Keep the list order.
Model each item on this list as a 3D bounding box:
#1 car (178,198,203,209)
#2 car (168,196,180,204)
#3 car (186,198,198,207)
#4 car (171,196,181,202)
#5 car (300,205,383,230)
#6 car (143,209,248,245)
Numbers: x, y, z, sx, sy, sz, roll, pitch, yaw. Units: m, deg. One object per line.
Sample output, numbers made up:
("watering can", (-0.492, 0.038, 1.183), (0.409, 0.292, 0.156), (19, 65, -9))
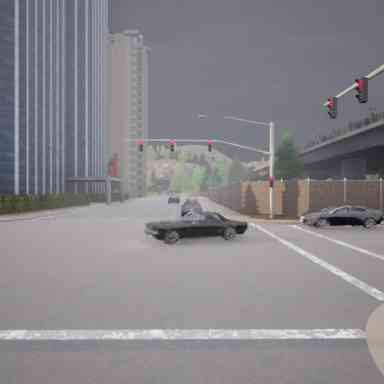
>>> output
("car", (-0.004, 1.563, 31.672), (1.994, 1.385, 4.181), (0, 0, 0))
("car", (-3.513, 1.478, 64.283), (1.882, 1.535, 5.008), (0, 0, 0))
("car", (0.005, 1.601, 52.423), (1.895, 1.301, 4.718), (0, 0, 0))
("car", (-3.628, 1.540, 74.499), (2.033, 1.411, 5.357), (0, 0, 0))
("car", (9.376, 1.547, 21.000), (4.902, 1.511, 2.128), (0, 0, 0))
("car", (0.159, 1.625, 15.611), (4.718, 1.301, 1.895), (0, 0, -25))
